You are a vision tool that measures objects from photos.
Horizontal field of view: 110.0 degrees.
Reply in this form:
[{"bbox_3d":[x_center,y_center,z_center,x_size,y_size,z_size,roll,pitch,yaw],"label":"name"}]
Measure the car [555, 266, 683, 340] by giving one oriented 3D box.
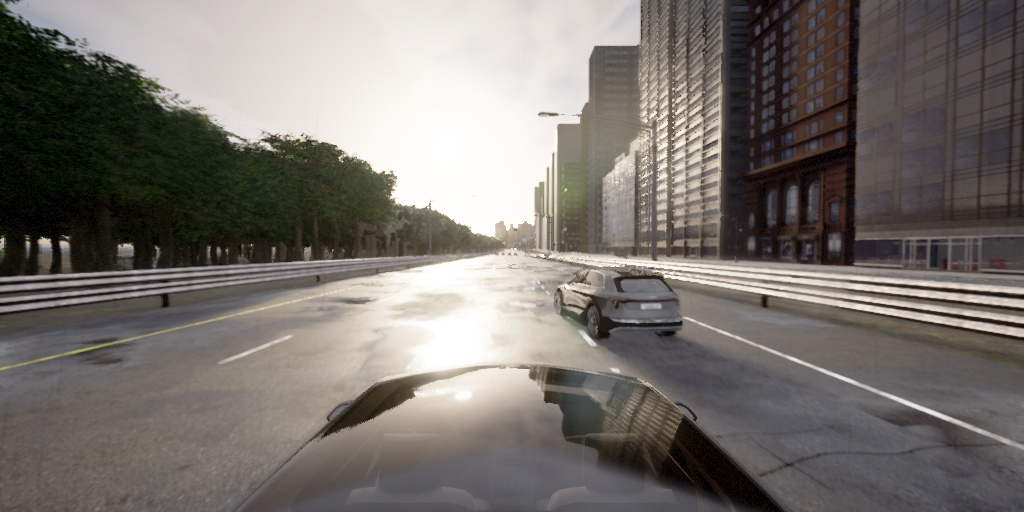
[{"bbox_3d":[2.580,1.065,9.669,2.033,1.649,4.856,0,1,-8],"label":"car"}]
